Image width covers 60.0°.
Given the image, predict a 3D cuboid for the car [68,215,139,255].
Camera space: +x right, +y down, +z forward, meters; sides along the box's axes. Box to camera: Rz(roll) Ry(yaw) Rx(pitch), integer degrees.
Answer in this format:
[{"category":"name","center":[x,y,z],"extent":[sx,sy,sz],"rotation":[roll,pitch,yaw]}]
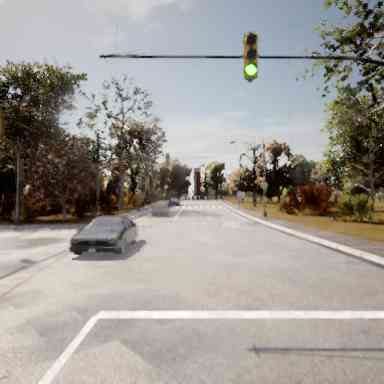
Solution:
[{"category":"car","center":[-3.495,1.725,14.308],"extent":[2.033,1.411,5.357],"rotation":[0,-1,0]}]

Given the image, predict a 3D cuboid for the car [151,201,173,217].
[{"category":"car","center":[-3.480,2.107,37.915],"extent":[1.837,1.490,4.892],"rotation":[0,0,0]}]

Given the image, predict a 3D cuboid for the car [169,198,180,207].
[{"category":"car","center":[-3.292,1.883,62.273],"extent":[1.882,1.535,5.008],"rotation":[0,1,1]}]
